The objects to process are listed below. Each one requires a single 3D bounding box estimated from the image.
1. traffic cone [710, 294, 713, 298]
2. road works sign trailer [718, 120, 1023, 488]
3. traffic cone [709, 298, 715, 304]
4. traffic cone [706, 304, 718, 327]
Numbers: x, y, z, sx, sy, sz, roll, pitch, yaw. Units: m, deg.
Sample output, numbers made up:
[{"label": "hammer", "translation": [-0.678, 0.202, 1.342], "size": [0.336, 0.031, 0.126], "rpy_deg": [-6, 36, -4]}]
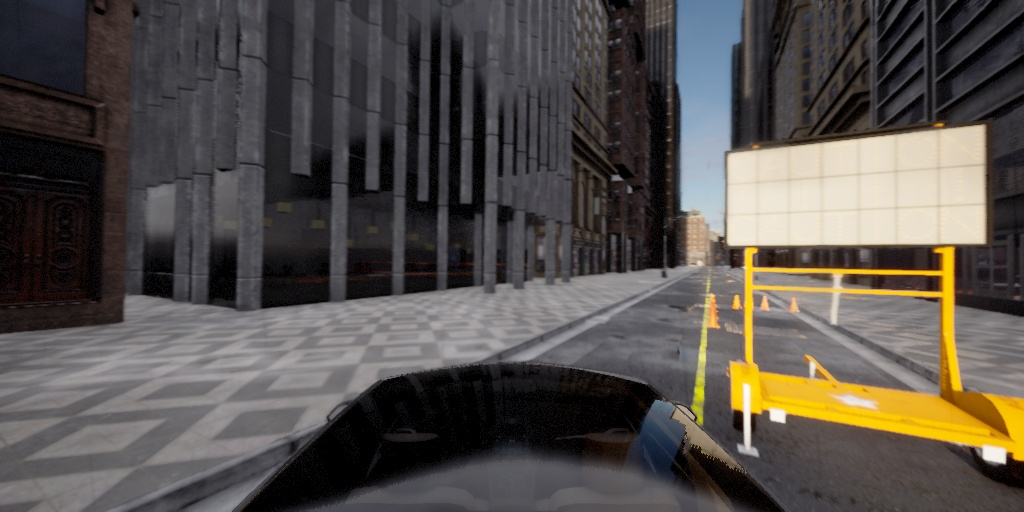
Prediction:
[{"label": "traffic cone", "translation": [8.214, 1.975, 14.724], "size": [0.340, 0.580, 0.340], "rpy_deg": [0, 0, 29]}, {"label": "road works sign trailer", "translation": [4.014, 0.300, 4.479], "size": [2.380, 3.560, 2.880], "rpy_deg": [0, 0, 29]}, {"label": "traffic cone", "translation": [7.248, 1.940, 12.973], "size": [0.340, 0.580, 0.340], "rpy_deg": [0, 0, 29]}, {"label": "traffic cone", "translation": [6.281, 1.906, 11.222], "size": [0.340, 0.580, 0.340], "rpy_deg": [0, 0, 29]}]
